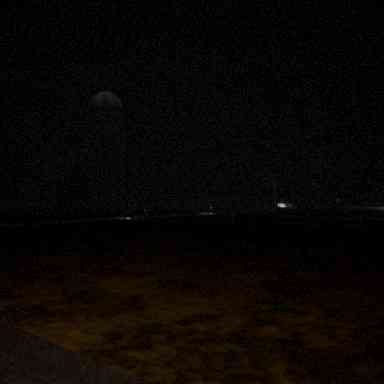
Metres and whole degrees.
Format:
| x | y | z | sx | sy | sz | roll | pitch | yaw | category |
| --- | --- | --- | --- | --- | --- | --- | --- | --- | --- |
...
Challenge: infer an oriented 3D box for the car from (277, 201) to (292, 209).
| x | y | z | sx | sy | sz | roll | pitch | yaw | category |
| --- | --- | --- | --- | --- | --- | --- | --- | --- | --- |
| 23.747 | 3.409 | 85.250 | 2.150 | 2.045 | 5.566 | -3 | -3 | 36 | car |

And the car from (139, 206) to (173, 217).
| x | y | z | sx | sy | sz | roll | pitch | yaw | category |
| --- | --- | --- | --- | --- | --- | --- | --- | --- | --- |
| -4.595 | 2.650 | 45.616 | 1.837 | 1.490 | 4.892 | -3 | -3 | 36 | car |

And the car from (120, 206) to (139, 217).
| x | y | z | sx | sy | sz | roll | pitch | yaw | category |
| --- | --- | --- | --- | --- | --- | --- | --- | --- | --- |
| -7.848 | 2.747 | 46.122 | 1.812 | 1.442 | 4.674 | -3 | -3 | 36 | car |

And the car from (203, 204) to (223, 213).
| x | y | z | sx | sy | sz | roll | pitch | yaw | category |
| --- | --- | --- | --- | --- | --- | --- | --- | --- | --- |
| 4.007 | 3.022 | 62.480 | 2.097 | 1.767 | 4.553 | -3 | -3 | 36 | car |

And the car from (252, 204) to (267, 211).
| x | y | z | sx | sy | sz | roll | pitch | yaw | category |
| --- | --- | --- | --- | --- | --- | --- | --- | --- | --- |
| 14.802 | 3.390 | 72.784 | 2.128 | 1.511 | 4.902 | -3 | -3 | 36 | car |
